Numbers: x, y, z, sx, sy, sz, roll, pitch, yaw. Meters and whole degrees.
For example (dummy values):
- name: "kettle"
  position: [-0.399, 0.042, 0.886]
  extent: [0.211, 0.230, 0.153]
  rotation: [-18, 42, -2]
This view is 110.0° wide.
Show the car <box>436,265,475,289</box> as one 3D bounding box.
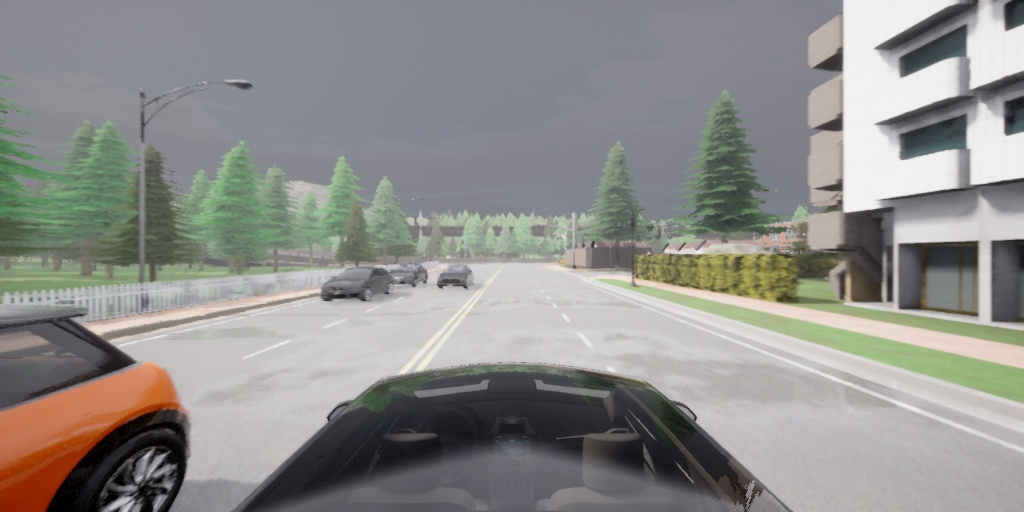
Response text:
- name: "car"
  position: [-3.520, 1.314, 23.321]
  extent: [2.033, 1.411, 5.357]
  rotation: [0, 0, 0]

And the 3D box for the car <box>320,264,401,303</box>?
- name: "car"
  position: [-7.073, 1.268, 16.909]
  extent: [1.837, 1.490, 4.892]
  rotation: [0, 0, 0]

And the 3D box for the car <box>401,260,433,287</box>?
- name: "car"
  position: [-7.008, 1.266, 24.438]
  extent: [2.128, 1.511, 4.902]
  rotation: [0, 0, 0]

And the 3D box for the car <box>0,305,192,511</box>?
- name: "car"
  position: [-3.599, 1.101, 0.880]
  extent: [2.097, 1.767, 4.553]
  rotation: [0, 0, 0]
